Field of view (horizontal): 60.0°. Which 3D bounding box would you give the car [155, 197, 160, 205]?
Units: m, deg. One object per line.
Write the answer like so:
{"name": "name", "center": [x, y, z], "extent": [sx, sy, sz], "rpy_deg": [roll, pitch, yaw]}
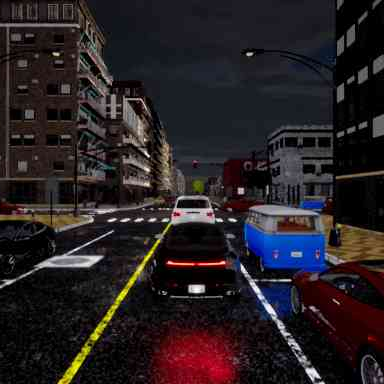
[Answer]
{"name": "car", "center": [-5.809, 1.569, 60.385], "extent": [1.752, 1.417, 4.829], "rpy_deg": [0, 0, 0]}

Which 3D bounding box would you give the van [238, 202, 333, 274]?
{"name": "van", "center": [2.640, 1.343, 10.247], "extent": [1.690, 1.788, 3.998], "rpy_deg": [0, 0, 0]}

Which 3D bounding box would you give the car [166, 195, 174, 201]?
{"name": "car", "center": [-5.864, 1.617, 88.081], "extent": [1.752, 1.417, 4.829], "rpy_deg": [0, 0, 0]}

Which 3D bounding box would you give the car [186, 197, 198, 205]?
{"name": "car", "center": [-0.017, 1.594, 62.772], "extent": [2.033, 1.411, 5.357], "rpy_deg": [0, 0, 0]}

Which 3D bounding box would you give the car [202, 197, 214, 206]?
{"name": "car", "center": [2.582, 1.562, 55.203], "extent": [1.752, 1.417, 4.829], "rpy_deg": [0, 0, 0]}

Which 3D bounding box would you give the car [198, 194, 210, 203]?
{"name": "car", "center": [2.550, 1.376, 71.651], "extent": [2.192, 1.841, 5.009], "rpy_deg": [0, 0, 0]}

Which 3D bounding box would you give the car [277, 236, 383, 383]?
{"name": "car", "center": [2.651, 1.582, 4.557], "extent": [1.802, 1.307, 4.206], "rpy_deg": [0, 0, 0]}

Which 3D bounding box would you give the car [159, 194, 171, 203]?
{"name": "car", "center": [-5.831, 1.375, 71.634], "extent": [2.192, 1.841, 5.009], "rpy_deg": [0, 0, 0]}

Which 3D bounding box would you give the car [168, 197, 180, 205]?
{"name": "car", "center": [-3.194, 1.643, 59.045], "extent": [1.895, 1.301, 4.718], "rpy_deg": [0, 0, 0]}

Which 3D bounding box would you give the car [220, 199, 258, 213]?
{"name": "car", "center": [5.652, 1.521, 36.906], "extent": [5.008, 1.535, 1.882], "rpy_deg": [0, 0, 0]}

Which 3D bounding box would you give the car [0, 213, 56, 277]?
{"name": "car", "center": [-5.708, 1.567, 10.255], "extent": [1.947, 1.339, 4.313], "rpy_deg": [0, 0, 0]}

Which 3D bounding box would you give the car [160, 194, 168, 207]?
{"name": "car", "center": [-3.200, 1.382, 50.102], "extent": [2.097, 1.767, 4.553], "rpy_deg": [0, 0, 0]}

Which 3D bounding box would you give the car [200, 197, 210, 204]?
{"name": "car", "center": [2.560, 1.634, 66.112], "extent": [1.802, 1.307, 4.206], "rpy_deg": [0, 0, 0]}

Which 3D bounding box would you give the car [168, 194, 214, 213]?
{"name": "car", "center": [0.052, 1.225, 18.429], "extent": [2.150, 2.045, 5.566], "rpy_deg": [0, 0, 0]}

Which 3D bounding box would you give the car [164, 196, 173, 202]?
{"name": "car", "center": [-5.854, 1.631, 82.712], "extent": [2.008, 1.369, 4.403], "rpy_deg": [0, 0, 0]}

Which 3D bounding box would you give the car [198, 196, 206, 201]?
{"name": "car", "center": [2.516, 1.643, 88.268], "extent": [2.008, 1.369, 4.403], "rpy_deg": [0, 0, 0]}

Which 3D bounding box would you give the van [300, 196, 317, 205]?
{"name": "van", "center": [14.820, 1.426, 39.542], "extent": [3.998, 1.788, 1.690], "rpy_deg": [0, 0, 0]}

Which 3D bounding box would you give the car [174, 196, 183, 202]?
{"name": "car", "center": [-3.157, 1.624, 78.117], "extent": [1.994, 1.385, 4.181], "rpy_deg": [0, 0, 0]}

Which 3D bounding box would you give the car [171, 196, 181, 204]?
{"name": "car", "center": [-3.151, 1.580, 68.101], "extent": [1.812, 1.442, 4.674], "rpy_deg": [0, 0, 0]}

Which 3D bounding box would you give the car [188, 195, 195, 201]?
{"name": "car", "center": [-0.184, 1.640, 91.839], "extent": [2.033, 1.411, 5.357], "rpy_deg": [0, 0, 0]}

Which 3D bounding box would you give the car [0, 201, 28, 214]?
{"name": "car", "center": [-17.528, 1.535, 31.018], "extent": [4.206, 1.307, 1.802], "rpy_deg": [0, 0, 0]}

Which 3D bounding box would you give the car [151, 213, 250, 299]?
{"name": "car", "center": [0.081, 1.506, 8.429], "extent": [1.837, 1.490, 4.892], "rpy_deg": [0, 0, 0]}

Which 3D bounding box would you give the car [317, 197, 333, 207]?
{"name": "car", "center": [14.860, 1.359, 31.163], "extent": [5.009, 1.841, 2.192], "rpy_deg": [0, 0, 0]}
